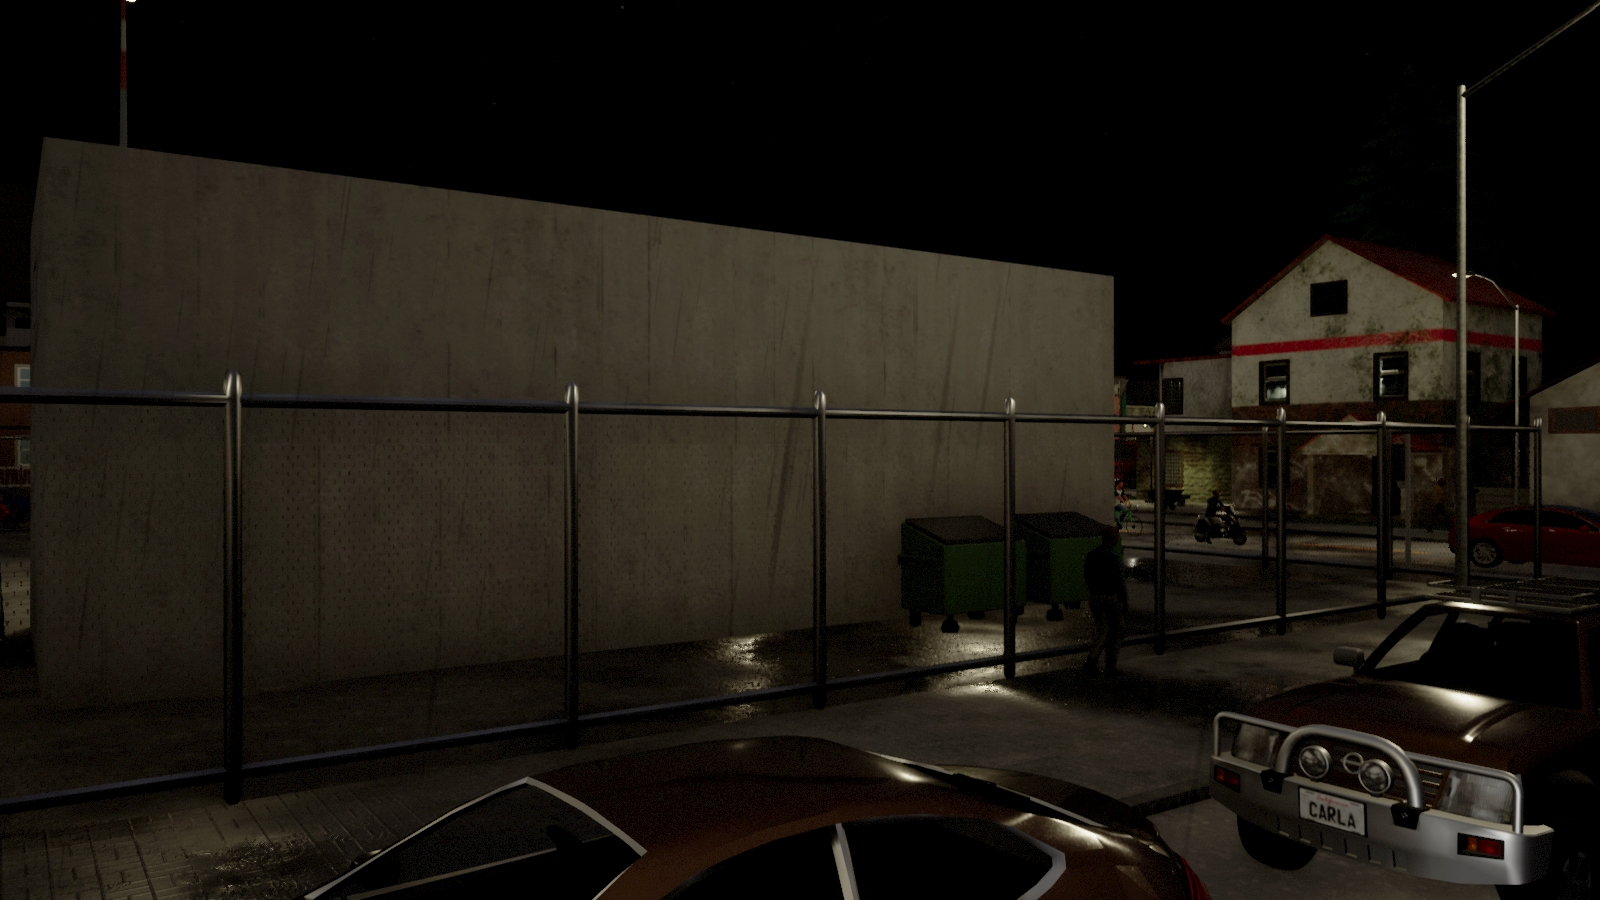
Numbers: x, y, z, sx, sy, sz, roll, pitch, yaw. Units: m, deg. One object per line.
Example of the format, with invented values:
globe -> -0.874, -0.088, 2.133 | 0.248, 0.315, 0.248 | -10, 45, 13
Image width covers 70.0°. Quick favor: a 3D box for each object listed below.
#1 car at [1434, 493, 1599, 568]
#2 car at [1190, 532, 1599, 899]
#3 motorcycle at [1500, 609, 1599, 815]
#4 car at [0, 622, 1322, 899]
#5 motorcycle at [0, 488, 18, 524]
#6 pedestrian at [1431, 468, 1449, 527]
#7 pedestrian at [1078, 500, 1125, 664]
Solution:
car -> 17.711, 1.830, 26.355 | 2.231, 1.480, 4.892 | 0, 0, -35
car -> 4.948, 1.640, 7.839 | 4.605, 1.855, 1.932 | 0, 0, -35
motorcycle -> 6.256, 1.958, 8.768 | 1.805, 1.236, 0.856 | 0, 0, -35
car -> -0.619, 1.771, 3.955 | 5.027, 1.651, 2.152 | 0, 0, -35
motorcycle -> -28.399, 1.962, 39.881 | 1.805, 1.236, 0.856 | 0, 0, -35
pedestrian -> 20.472, 1.510, 36.544 | 0.375, 1.860, 0.375 | 0, 0, -35
pedestrian -> 3.525, 1.520, 13.341 | 0.375, 1.860, 0.375 | 0, 0, -35
